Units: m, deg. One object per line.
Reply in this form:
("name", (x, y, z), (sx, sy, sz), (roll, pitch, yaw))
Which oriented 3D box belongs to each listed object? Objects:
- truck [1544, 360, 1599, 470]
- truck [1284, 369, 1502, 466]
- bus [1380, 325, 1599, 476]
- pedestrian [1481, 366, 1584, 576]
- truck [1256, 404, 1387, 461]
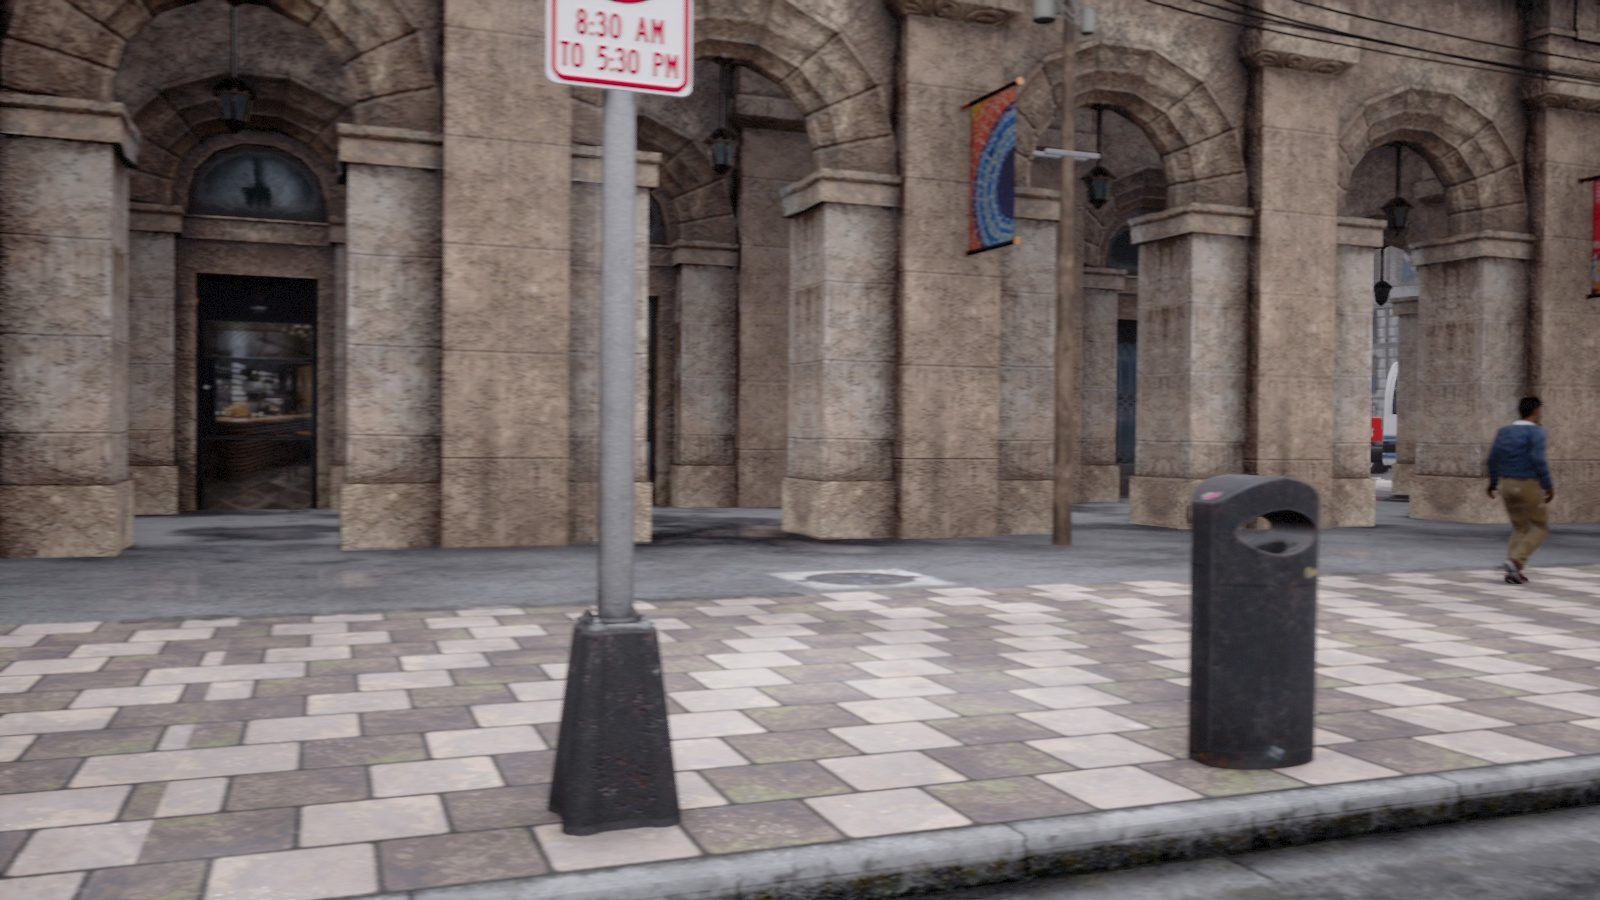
("truck", (27.306, -1.101, 38.240), (2.891, 3.462, 7.936), (-1, 1, -21))
("truck", (23.026, -1.236, 49.364), (2.891, 3.462, 7.936), (-1, 1, -21))
("bus", (23.411, -1.459, 38.578), (3.944, 4.253, 10.273), (-1, 1, -21))
("pedestrian", (6.961, 0.185, 11.944), (0.788, 1.949, 0.423), (-1, 1, -17))
("truck", (23.695, -0.865, 57.327), (2.627, 2.467, 5.204), (-1, 2, -21))
